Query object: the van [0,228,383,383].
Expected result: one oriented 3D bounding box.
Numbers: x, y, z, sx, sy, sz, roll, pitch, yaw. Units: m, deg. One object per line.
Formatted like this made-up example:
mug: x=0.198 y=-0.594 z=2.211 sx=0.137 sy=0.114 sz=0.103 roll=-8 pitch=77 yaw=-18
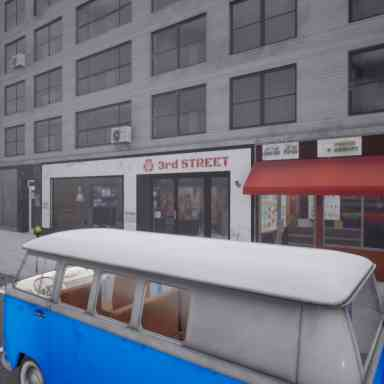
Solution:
van: x=-0.270 y=1.341 z=3.269 sx=3.998 sy=1.788 sz=1.690 roll=0 pitch=0 yaw=35
